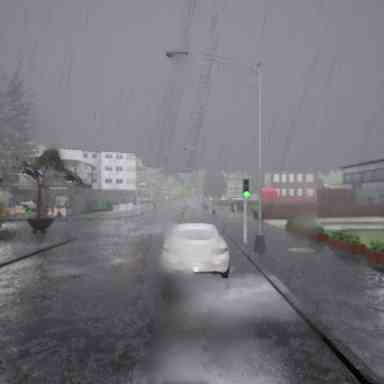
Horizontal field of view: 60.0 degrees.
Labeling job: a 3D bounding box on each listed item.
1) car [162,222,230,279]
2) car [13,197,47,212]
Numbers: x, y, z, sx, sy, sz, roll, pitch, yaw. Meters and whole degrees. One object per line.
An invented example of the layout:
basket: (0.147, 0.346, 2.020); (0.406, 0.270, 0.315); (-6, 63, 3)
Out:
car: (0.097, 1.657, 10.404); (1.812, 1.442, 4.674); (0, -1, 0)
car: (-19.778, 1.497, 41.068); (1.905, 1.878, 3.866); (0, -1, 35)
